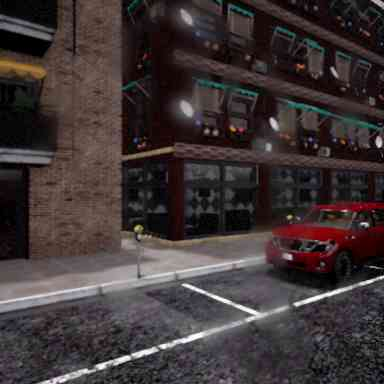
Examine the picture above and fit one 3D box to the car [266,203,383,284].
[{"bbox_3d":[4.415,1.277,9.705,5.009,1.841,2.192,0,0,-35],"label":"car"}]
